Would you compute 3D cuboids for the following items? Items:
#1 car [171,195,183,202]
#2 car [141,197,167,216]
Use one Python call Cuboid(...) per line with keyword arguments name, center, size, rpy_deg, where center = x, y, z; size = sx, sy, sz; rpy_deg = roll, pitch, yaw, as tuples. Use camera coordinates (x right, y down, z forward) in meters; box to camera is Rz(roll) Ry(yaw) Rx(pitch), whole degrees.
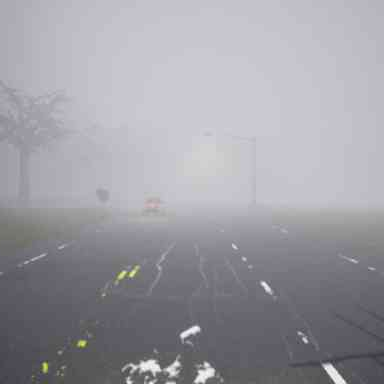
Cuboid(name="car", center=(-3.589, 1.508, 74.649), size=(1.882, 1.535, 5.008), rpy_deg=(0, 0, 0))
Cuboid(name="car", center=(-3.511, 1.274, 31.239), size=(2.097, 1.767, 4.553), rpy_deg=(1, 1, 0))
